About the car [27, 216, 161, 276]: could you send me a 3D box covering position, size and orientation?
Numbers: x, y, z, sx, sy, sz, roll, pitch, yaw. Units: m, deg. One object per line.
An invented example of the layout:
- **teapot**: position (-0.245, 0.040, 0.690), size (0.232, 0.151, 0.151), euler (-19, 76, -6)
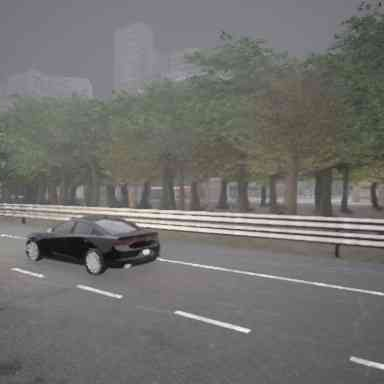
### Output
- **car**: position (-3.262, 1.497, 10.497), size (5.008, 1.535, 1.882), euler (0, 0, 36)
